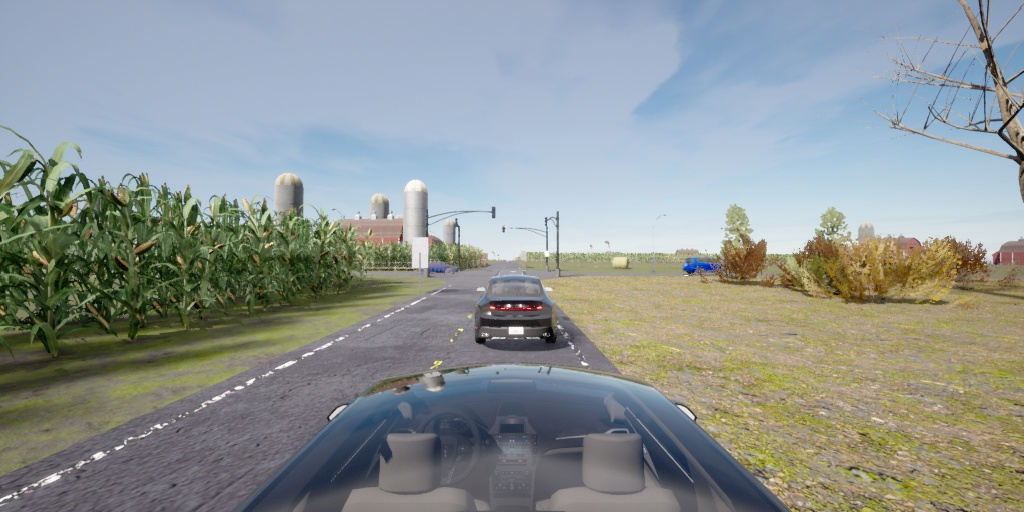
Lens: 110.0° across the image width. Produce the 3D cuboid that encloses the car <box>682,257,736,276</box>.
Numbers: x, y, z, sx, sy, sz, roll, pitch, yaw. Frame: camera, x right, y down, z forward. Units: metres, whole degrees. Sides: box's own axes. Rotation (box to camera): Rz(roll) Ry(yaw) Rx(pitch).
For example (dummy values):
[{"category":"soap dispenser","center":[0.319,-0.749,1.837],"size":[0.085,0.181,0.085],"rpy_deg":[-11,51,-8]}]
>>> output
[{"category":"car","center":[22.142,1.168,40.394],"size":[5.566,2.045,2.150],"rpy_deg":[0,-1,-4]}]

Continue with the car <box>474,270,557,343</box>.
[{"category":"car","center":[0.078,1.259,9.649],"size":[1.837,1.490,4.892],"rpy_deg":[0,0,0]}]

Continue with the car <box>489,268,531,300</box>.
[{"category":"car","center":[0.030,1.360,18.801],"size":[1.895,1.301,4.718],"rpy_deg":[0,0,4]}]

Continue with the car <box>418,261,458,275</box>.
[{"category":"car","center":[-7.853,1.259,38.352],"size":[4.181,1.385,1.994],"rpy_deg":[1,-1,-4]}]
